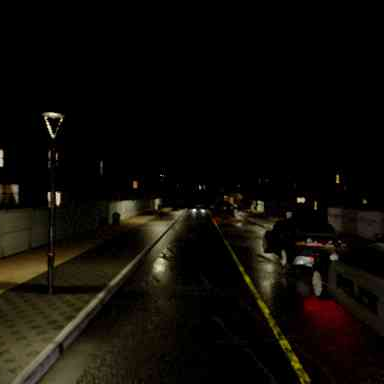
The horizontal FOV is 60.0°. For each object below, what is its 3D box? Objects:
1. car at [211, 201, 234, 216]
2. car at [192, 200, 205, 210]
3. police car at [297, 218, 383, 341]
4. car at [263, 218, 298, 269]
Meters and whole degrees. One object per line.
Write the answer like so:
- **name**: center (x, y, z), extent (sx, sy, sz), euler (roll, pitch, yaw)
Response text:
- **car**: center (3.550, 1.759, 37.672), extent (2.097, 1.767, 4.553), euler (1, 0, 2)
- **car**: center (1.094, 2.080, 54.677), extent (1.812, 1.442, 4.674), euler (1, -1, 1)
- **police car**: center (3.636, 1.535, 5.795), extent (1.930, 1.638, 5.238), euler (1, 0, 1)
- **car**: center (3.759, 1.667, 11.683), extent (1.837, 1.490, 4.892), euler (1, -1, 1)
